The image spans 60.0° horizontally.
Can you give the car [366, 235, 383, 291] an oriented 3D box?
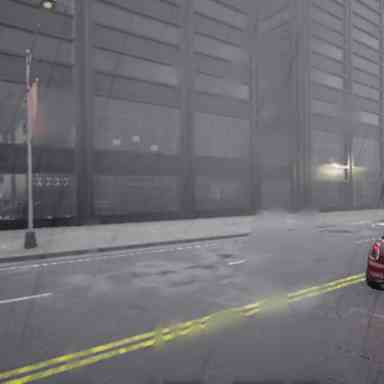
[{"bbox_3d":[6.115,1.346,7.800,4.553,1.767,2.097,0,0,-35],"label":"car"}]
